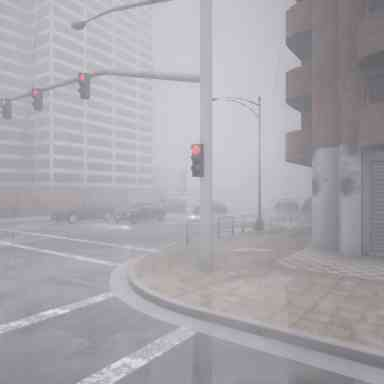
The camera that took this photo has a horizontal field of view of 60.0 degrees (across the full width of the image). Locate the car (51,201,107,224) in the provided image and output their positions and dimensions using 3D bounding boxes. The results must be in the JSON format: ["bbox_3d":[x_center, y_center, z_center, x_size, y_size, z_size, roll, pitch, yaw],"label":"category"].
[{"bbox_3d":[-8.141,1.477,25.206,1.882,1.535,5.008,0,0,35],"label":"car"}]

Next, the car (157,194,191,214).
[{"bbox_3d":[-2.566,1.352,33.074,2.097,1.767,4.553,0,0,35],"label":"car"}]

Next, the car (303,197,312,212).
[{"bbox_3d":[14.500,1.352,38.698,2.097,1.767,4.553,0,0,35],"label":"car"}]

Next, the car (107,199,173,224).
[{"bbox_3d":[-3.840,1.526,25.193,1.812,1.442,4.674,0,0,35],"label":"car"}]

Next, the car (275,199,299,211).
[{"bbox_3d":[11.620,1.526,40.716,1.812,1.442,4.674,0,0,35],"label":"car"}]

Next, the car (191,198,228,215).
[{"bbox_3d":[1.855,1.564,33.247,1.994,1.385,4.181,0,0,36],"label":"car"}]
